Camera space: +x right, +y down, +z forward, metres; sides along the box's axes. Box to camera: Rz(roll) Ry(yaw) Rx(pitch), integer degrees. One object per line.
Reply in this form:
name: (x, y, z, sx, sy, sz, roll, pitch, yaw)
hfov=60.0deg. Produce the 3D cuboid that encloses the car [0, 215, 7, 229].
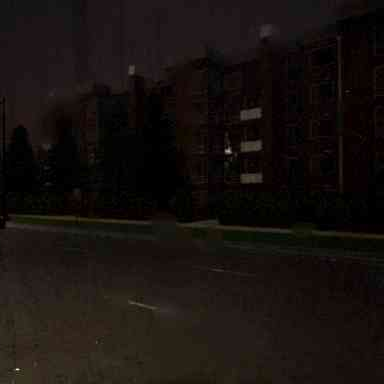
car: (-14.613, 1.853, 22.907, 4.181, 1.385, 1.994, -1, 0, 36)
